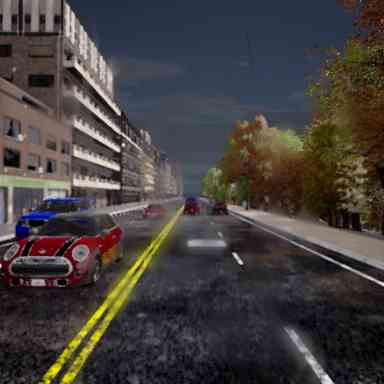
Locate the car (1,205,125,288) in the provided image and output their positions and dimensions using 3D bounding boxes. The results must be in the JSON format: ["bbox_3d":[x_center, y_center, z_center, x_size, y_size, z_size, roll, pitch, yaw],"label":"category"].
[{"bbox_3d":[-3.346,1.405,9.507,2.097,1.767,4.553,0,-1,0],"label":"car"}]

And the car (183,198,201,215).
[{"bbox_3d":[-0.013,1.853,39.492,1.882,1.535,5.008,0,-1,0],"label":"car"}]

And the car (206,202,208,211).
[{"bbox_3d":[3.232,1.855,49.881,2.097,1.767,4.553,0,-1,0],"label":"car"}]

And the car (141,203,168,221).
[{"bbox_3d":[-3.350,1.786,30.392,1.812,1.442,4.674,0,-1,0],"label":"car"}]

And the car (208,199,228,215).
[{"bbox_3d":[3.236,1.905,39.494,1.837,1.490,4.892,0,-1,0],"label":"car"}]

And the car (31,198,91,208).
[{"bbox_3d":[-6.595,1.322,16.768,2.150,2.045,5.566,0,-1,0],"label":"car"}]
